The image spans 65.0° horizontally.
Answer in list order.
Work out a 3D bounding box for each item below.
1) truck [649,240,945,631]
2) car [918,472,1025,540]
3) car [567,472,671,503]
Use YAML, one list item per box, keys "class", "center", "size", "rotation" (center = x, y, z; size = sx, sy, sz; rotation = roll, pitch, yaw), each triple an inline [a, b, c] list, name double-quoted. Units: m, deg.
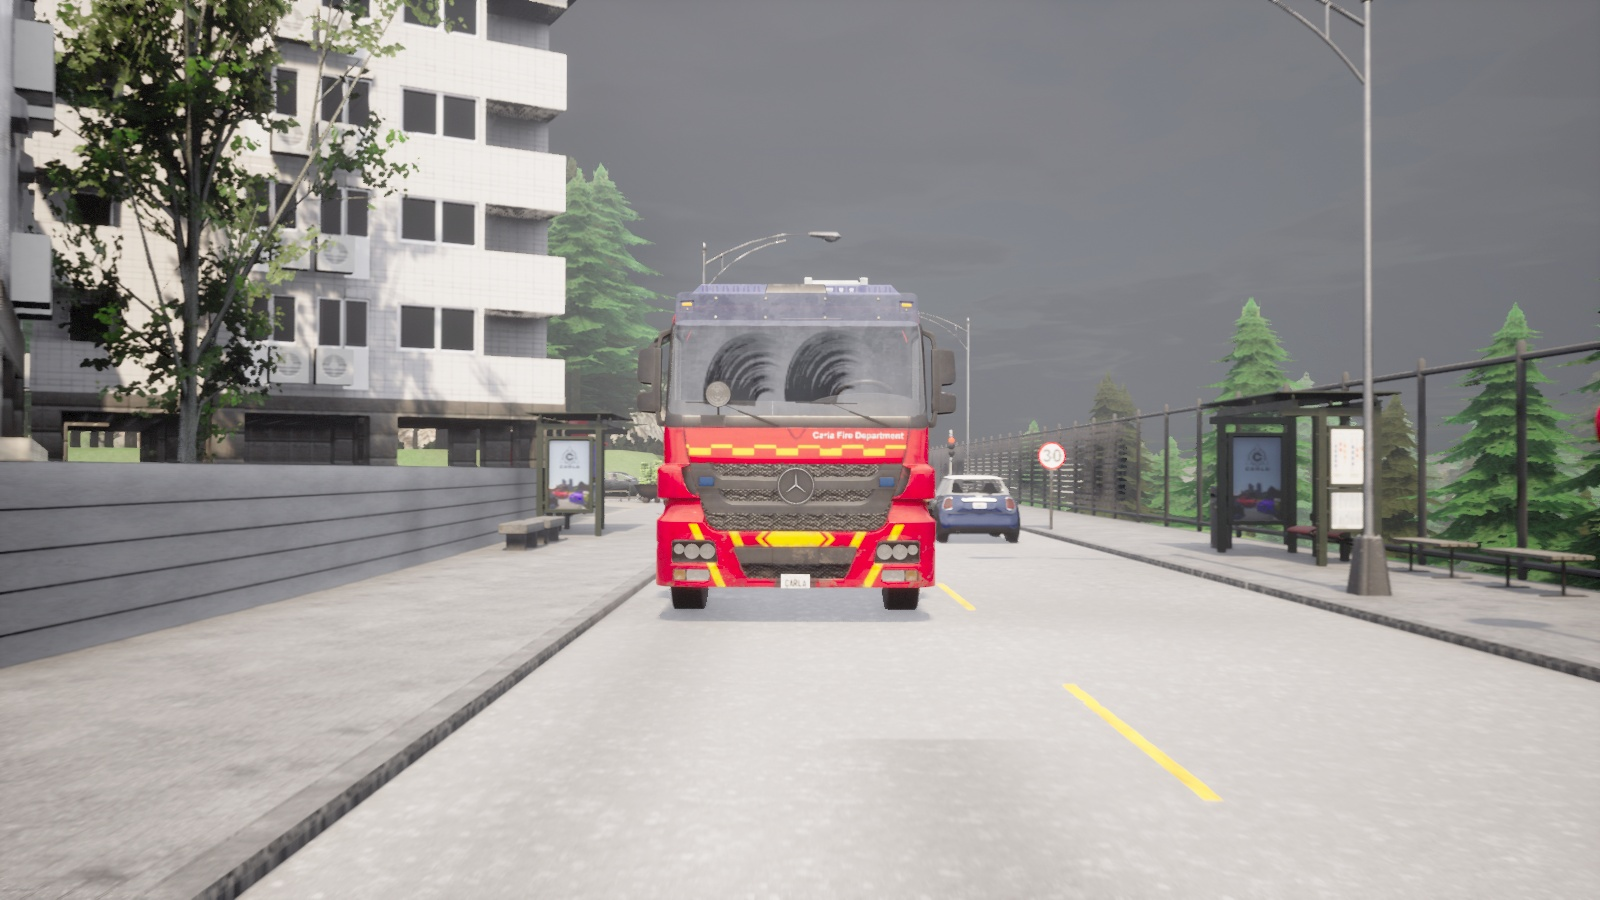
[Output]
- class: "truck"
  center: [-0.047, -0.073, 16.557]
  size: [2.891, 3.827, 8.468]
  rotation: [0, -1, 0]
- class: "car"
  center: [3.923, 1.256, 29.353]
  size: [1.970, 1.475, 3.806]
  rotation: [0, -1, 0]
- class: "car"
  center: [-9.047, 1.861, 62.969]
  size: [4.902, 1.511, 2.128]
  rotation: [0, -1, 0]
